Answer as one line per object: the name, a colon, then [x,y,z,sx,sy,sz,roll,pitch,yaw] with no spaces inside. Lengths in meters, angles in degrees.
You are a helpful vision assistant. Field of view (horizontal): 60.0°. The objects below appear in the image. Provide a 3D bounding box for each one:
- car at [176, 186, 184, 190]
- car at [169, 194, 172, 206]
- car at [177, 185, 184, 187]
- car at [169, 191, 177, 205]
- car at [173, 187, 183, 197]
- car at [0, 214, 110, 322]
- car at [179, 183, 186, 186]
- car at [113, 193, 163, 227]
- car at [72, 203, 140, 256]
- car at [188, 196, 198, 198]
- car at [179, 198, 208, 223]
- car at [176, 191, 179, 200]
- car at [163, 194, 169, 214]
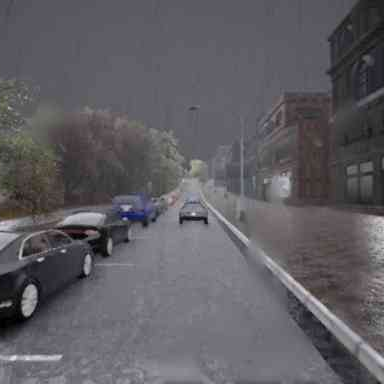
car: [-3.623,0.223,76.578,1.946,1.575,5.366,1,3,2]
car: [-3.658,1.276,34.926,2.163,1.488,4.792,-1,1,2]
car: [-3.626,-0.074,82.310,2.231,1.521,4.892,1,4,2]
car: [-3.639,1.109,46.172,1.946,1.575,5.366,0,1,2]
car: [-3.621,0.583,65.562,2.185,1.767,4.553,2,2,2]
car: [-3.650,1.467,7.173,2.231,1.521,4.892,0,0,2]
car: [-3.645,-0.932,93.415,2.185,1.767,4.553,0,4,2]
car: [-3.647,1.073,21.665,2.435,2.045,5.566,0,0,2]
car: [-3.649,1.410,12.715,2.097,1.535,5.008,0,0,2]
car: [0.104,1.226,41.421,2.033,1.411,5.357,0,1,0]
car: [0.103,1.393,23.655,1.994,1.385,4.181,0,0,0]
car: [-3.646,1.082,52.309,2.002,1.452,4.674,0,1,2]
car: [-3.649,1.143,29.320,2.185,1.767,4.553,0,1,2]
